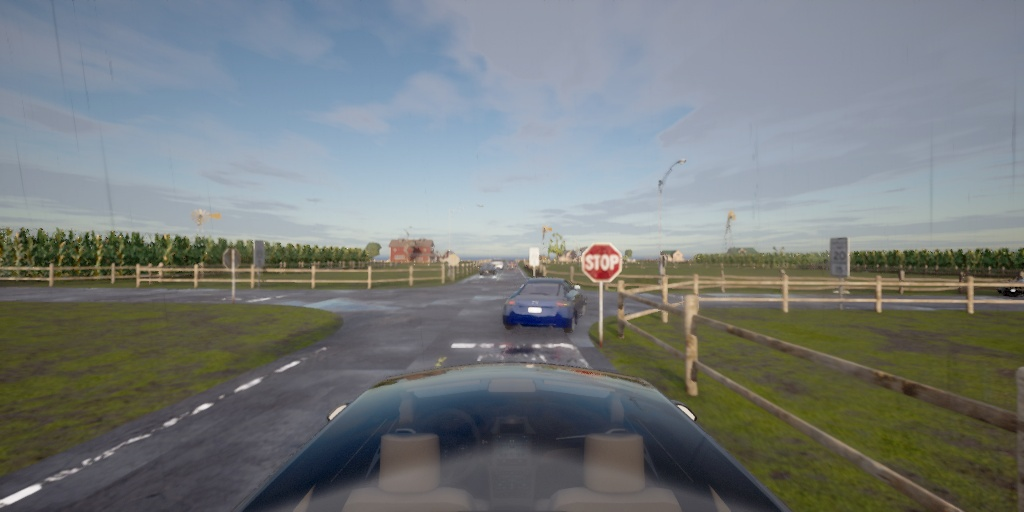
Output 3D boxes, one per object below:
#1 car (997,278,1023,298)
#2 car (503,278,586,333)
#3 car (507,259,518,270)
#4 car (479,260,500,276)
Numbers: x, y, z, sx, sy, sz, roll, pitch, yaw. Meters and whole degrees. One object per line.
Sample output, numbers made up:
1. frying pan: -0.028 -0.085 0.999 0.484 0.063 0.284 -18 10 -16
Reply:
1. car: 29.890 1.655 19.626 4.892 1.490 1.837 0 0 1
2. car: 1.154 1.390 11.264 1.994 1.385 4.181 0 0 16
3. car: 0.044 1.727 64.026 2.128 1.511 4.902 0 0 0
4. car: -2.813 1.575 42.721 1.837 1.490 4.892 0 0 0
